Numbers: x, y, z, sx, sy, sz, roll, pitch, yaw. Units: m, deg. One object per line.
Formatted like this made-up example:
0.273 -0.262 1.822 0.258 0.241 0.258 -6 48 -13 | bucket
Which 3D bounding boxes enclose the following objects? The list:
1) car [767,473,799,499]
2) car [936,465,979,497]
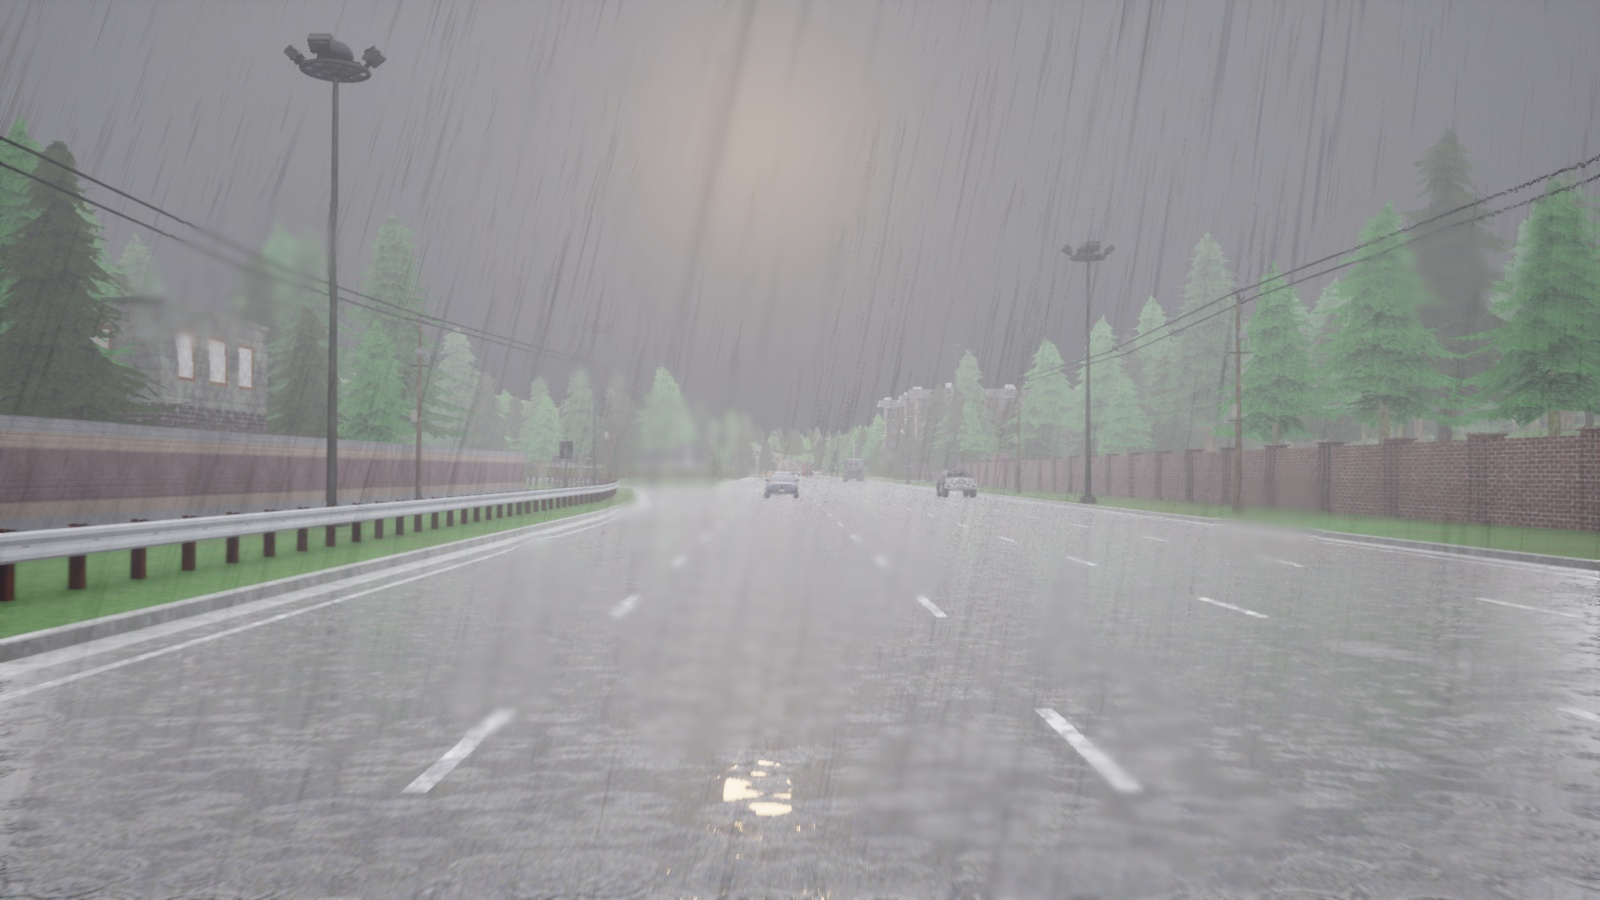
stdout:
-0.983 2.056 72.400 1.812 1.442 4.674 0 -1 -1 | car
9.472 1.862 75.744 1.932 1.855 4.605 0 -1 -1 | car
